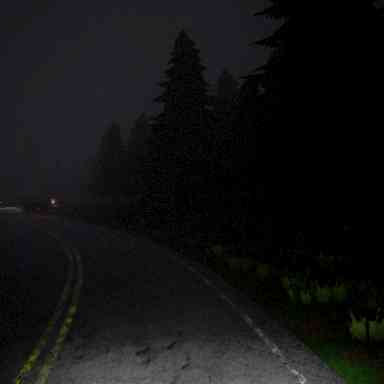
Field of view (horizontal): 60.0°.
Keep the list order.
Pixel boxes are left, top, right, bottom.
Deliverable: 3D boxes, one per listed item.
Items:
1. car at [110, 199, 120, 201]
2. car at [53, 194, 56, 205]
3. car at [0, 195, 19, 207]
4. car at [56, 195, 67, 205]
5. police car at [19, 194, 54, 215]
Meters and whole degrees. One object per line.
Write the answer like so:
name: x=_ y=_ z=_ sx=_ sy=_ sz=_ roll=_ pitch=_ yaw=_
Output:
car: x=-14.218 y=2.035 z=62.686 sx=2.033 sy=1.411 sz=5.357 roll=-3 pitch=-7 yaw=34
car: x=-17.804 y=1.126 z=39.269 sx=1.837 sy=1.490 sz=4.892 roll=0 pitch=1 yaw=-12
car: x=-22.182 y=1.095 z=41.360 sx=1.837 sy=1.490 sz=4.892 roll=-1 pitch=0 yaw=-6
car: x=-18.505 y=1.023 z=44.947 sx=1.801 sy=1.575 sz=5.366 roll=-1 pitch=0 yaw=-2
police car: x=-14.477 y=1.169 z=30.814 sx=1.930 sy=1.638 sz=5.238 roll=2 pitch=0 yaw=-30
